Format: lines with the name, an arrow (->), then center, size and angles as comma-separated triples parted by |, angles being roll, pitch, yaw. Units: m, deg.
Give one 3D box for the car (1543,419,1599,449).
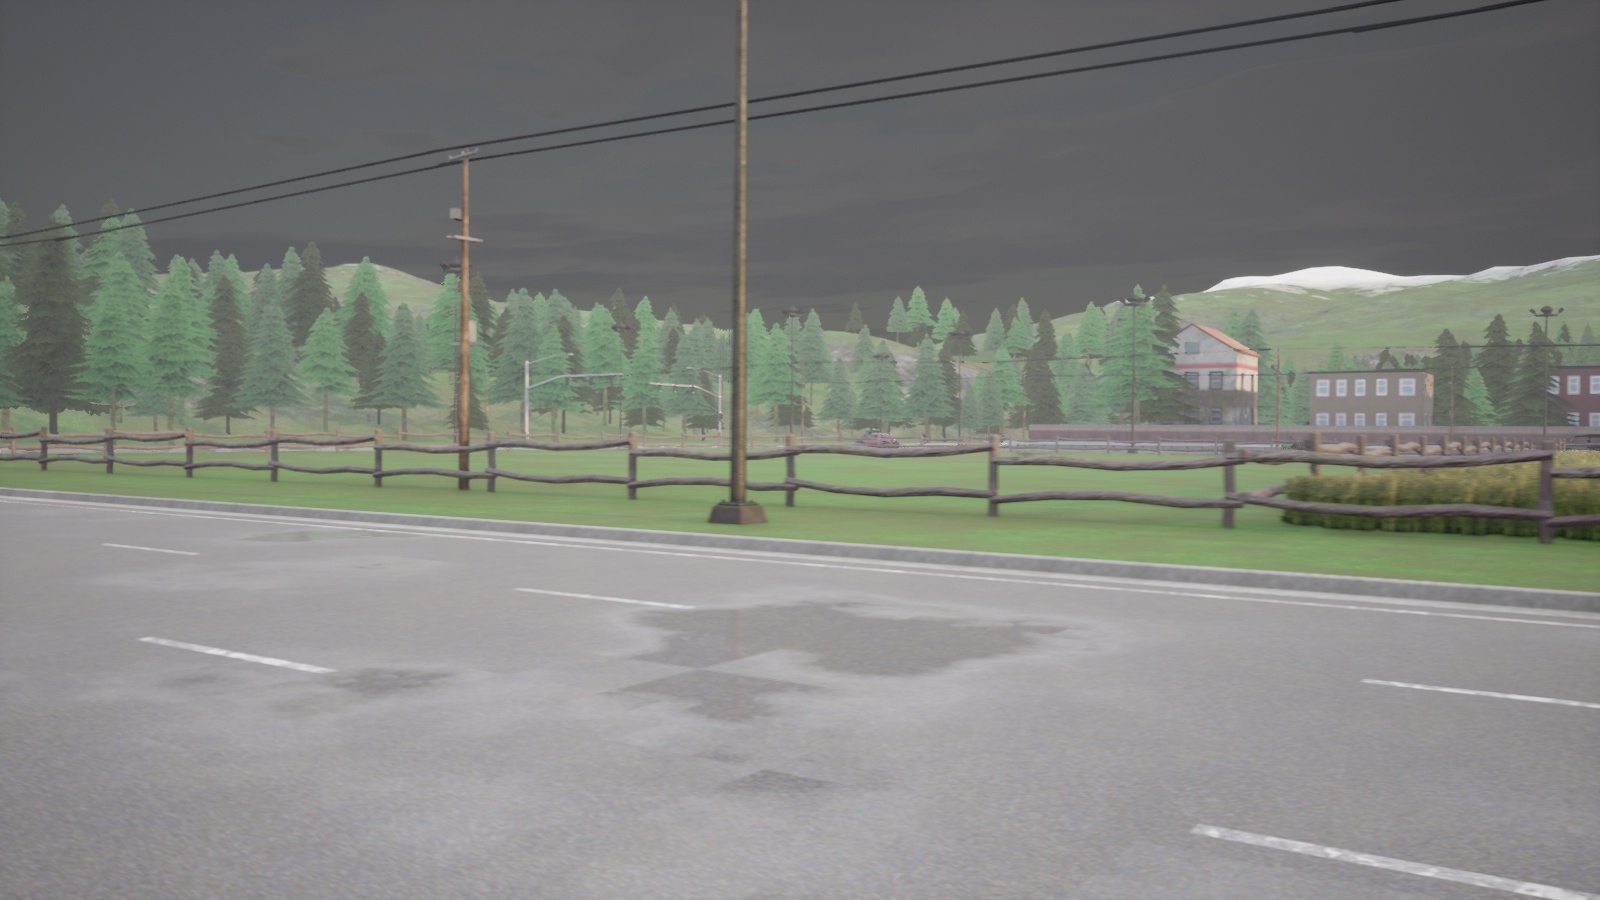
car -> 50.686, -1.049, 81.801 | 3.866, 1.878, 1.905 | 0, 1, 34
